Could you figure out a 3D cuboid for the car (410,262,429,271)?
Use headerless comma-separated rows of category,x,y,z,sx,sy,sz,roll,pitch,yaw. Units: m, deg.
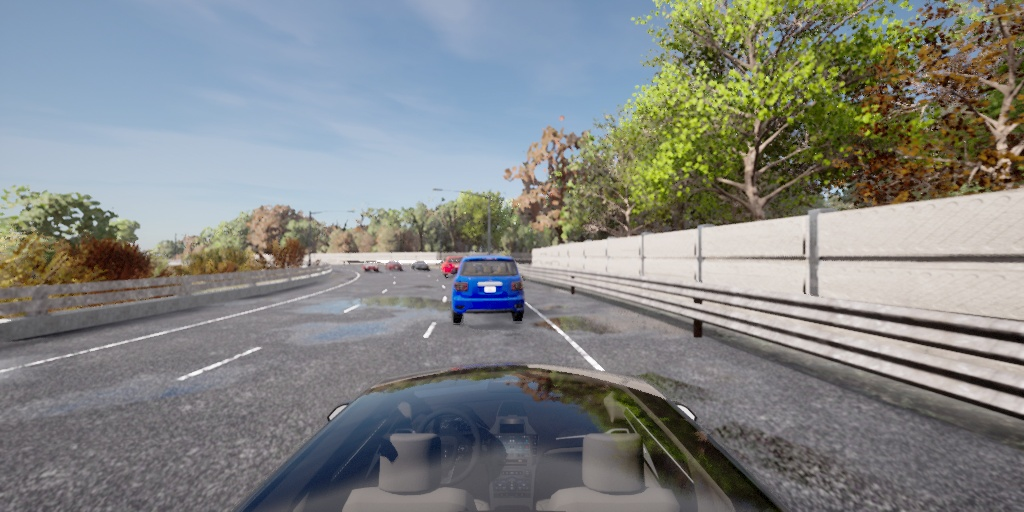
car,-13.599,1.522,52.718,1.994,1.385,4.181,0,0,-28

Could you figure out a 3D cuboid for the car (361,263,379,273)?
car,-19.360,1.548,48.785,1.895,1.301,4.718,0,0,-27

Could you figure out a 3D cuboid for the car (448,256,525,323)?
car,-0.926,1.014,12.471,2.150,2.045,5.566,0,0,-7

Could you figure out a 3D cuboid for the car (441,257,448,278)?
car,-5.960,1.112,36.426,2.150,2.045,5.566,0,0,-15

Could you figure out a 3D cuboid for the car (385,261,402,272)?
car,-17.320,1.485,52.277,1.812,1.442,4.674,0,0,-29
